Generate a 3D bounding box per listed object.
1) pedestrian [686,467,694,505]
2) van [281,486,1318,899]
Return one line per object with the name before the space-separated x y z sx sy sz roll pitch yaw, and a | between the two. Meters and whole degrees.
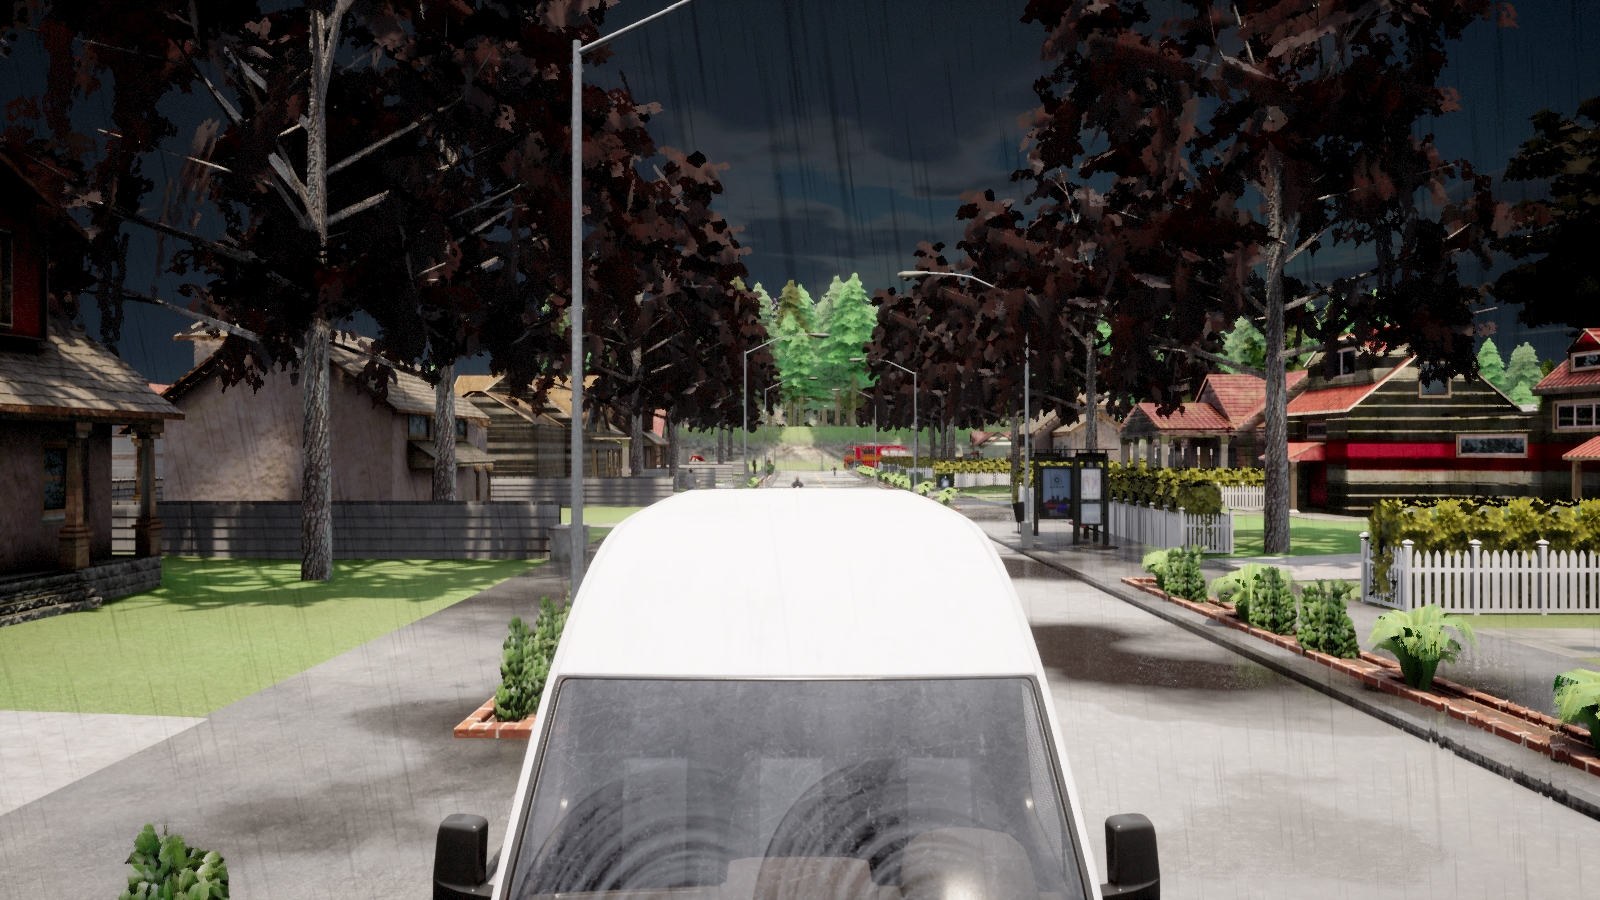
pedestrian | -5.375 1.743 55.847 0.375 1.860 0.375 0 0 -2
van | -0.006 1.534 5.149 1.988 2.561 5.915 0 0 0
